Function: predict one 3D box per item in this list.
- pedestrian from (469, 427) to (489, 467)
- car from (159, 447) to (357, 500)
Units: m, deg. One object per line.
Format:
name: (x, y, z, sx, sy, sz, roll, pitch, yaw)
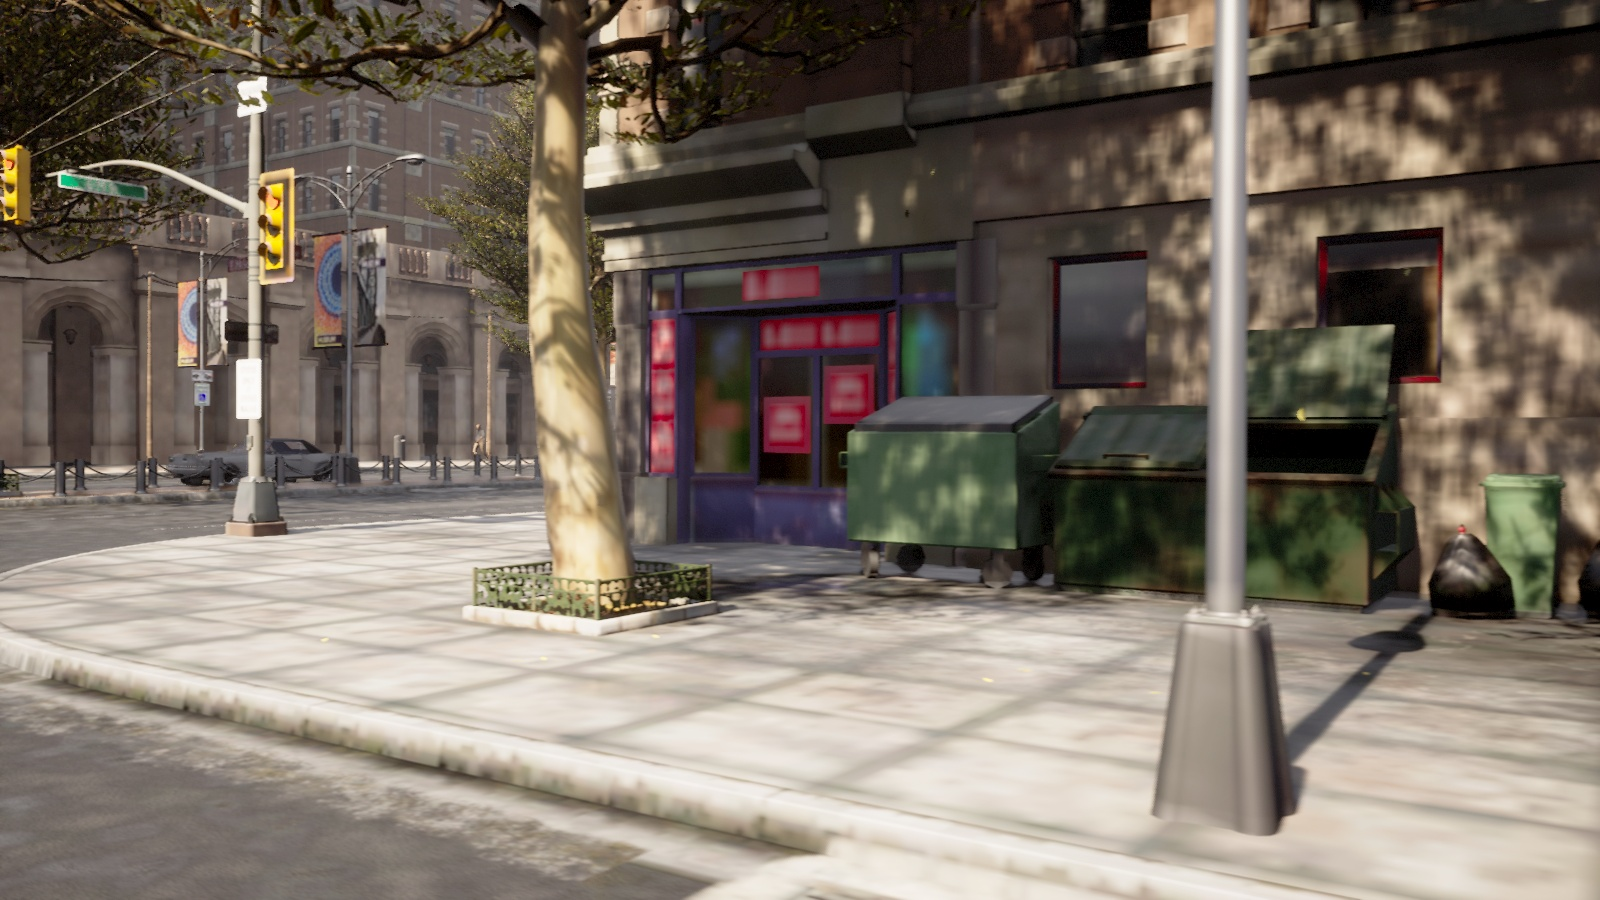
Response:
pedestrian: (-15.044, -0.132, 58.886, 0.540, 1.848, 0.694, 0, 1, 34)
car: (-14.852, 0.596, 34.655, 1.895, 1.301, 4.718, 0, 1, 34)
